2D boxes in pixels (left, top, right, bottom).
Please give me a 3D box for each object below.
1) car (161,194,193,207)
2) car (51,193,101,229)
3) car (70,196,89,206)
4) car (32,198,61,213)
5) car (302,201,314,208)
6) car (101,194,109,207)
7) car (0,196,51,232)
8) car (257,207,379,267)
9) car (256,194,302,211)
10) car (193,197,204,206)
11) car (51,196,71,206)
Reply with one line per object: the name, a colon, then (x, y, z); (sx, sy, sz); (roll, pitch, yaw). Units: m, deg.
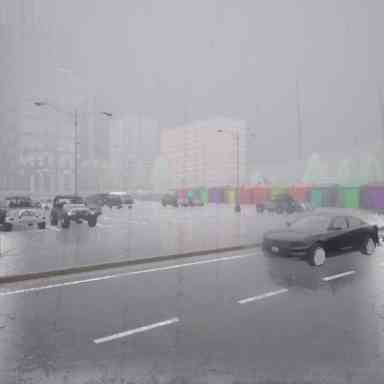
car: (-2.404, 1.152, 46.358); (1.932, 1.855, 4.605); (0, 0, -37)
car: (-7.401, 1.156, 20.521); (1.905, 1.878, 3.866); (0, 0, -37)
car: (-18.038, 1.363, 53.335); (1.784, 1.438, 3.905); (0, 0, -37)
car: (-15.808, 1.395, 36.069); (1.970, 1.475, 3.806); (0, 0, -37)
car: (10.519, 1.394, 34.157); (1.970, 1.475, 3.806); (0, 0, -37)
car: (-15.932, 1.153, 54.998); (1.932, 1.855, 4.605); (0, 0, -37)
car: (-9.740, 1.153, 18.814); (1.932, 1.855, 4.605); (0, 0, -37)
car: (4.582, 1.477, 11.655); (5.008, 1.535, 1.882); (0, 0, -36)
car: (8.206, 1.155, 32.415); (1.905, 1.878, 3.866); (0, 0, -37)
car: (-0.058, 1.363, 48.058); (1.784, 1.438, 3.905); (0, 0, -37)
car: (-20.345, 1.395, 51.585); (1.970, 1.475, 3.806); (0, 0, -37)
